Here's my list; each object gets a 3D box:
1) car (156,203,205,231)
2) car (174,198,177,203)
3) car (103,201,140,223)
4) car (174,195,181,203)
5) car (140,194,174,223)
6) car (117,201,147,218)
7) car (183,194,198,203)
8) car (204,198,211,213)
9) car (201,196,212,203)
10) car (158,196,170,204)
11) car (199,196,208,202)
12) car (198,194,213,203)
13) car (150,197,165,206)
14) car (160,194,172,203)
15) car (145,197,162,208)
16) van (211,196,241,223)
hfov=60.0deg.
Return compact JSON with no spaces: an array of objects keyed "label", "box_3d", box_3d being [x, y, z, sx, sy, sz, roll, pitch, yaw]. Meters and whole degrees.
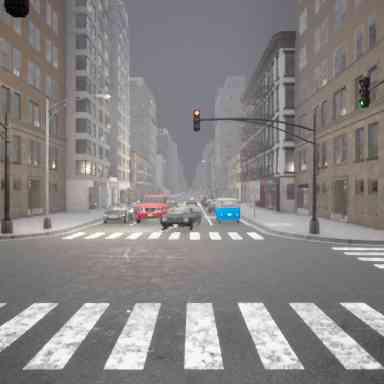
[{"label":"car","box_3d":[-0.576,1.600,20.918,1.895,1.301,4.718,0,0,9]},{"label":"car","box_3d":[-2.896,1.599,35.421,1.895,1.301,4.718,0,0,0]},{"label":"car","box_3d":[-5.420,1.549,24.923,2.008,1.369,4.403,0,0,0]},{"label":"car","box_3d":[-2.892,1.500,45.481,1.837,1.490,4.892,0,0,0]},{"label":"car","box_3d":[-2.880,1.220,25.605,2.150,2.045,5.566,0,0,0]},{"label":"car","box_3d":[-5.426,1.543,30.604,1.887,1.381,4.507,0,0,0]},{"label":"car","box_3d":[-0.068,1.536,54.651,2.033,1.411,5.357,0,0,0]},{"label":"car","box_3d":[2.592,1.580,36.303,1.802,1.307,4.206,0,0,0]},{"label":"car","box_3d":[2.578,1.576,47.666,1.802,1.307,4.206,0,0,0]},{"label":"car","box_3d":[-5.468,1.547,64.695,1.947,1.339,4.313,0,0,0]},{"label":"car","box_3d":[2.543,1.524,76.072,2.008,1.369,4.403,0,0,0]},{"label":"car","box_3d":[2.571,1.305,53.348,2.192,1.841,5.009,0,0,0]},{"label":"car","box_3d":[-5.454,1.556,53.332,1.947,1.339,4.313,0,0,0]},{"label":"car","box_3d":[-5.475,1.292,70.377,2.192,1.841,5.009,0,0,0]},{"label":"car","box_3d":[-5.447,1.519,47.480,1.752,1.417,4.829,0,0,0]},{"label":"van","box_3d":[2.605,1.340,24.941,1.690,1.788,3.998,0,0,0]}]
